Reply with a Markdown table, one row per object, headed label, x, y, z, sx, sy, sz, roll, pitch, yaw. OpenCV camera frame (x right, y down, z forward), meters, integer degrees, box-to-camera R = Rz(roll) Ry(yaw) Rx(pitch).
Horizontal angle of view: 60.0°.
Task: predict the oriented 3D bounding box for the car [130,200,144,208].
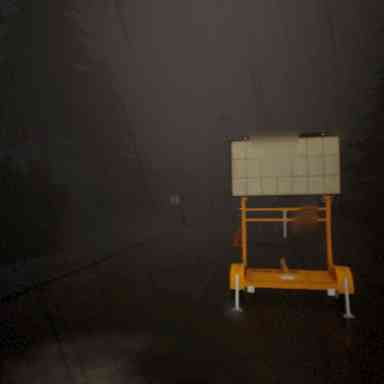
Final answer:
| label | x | y | z | sx | sy | sz | roll | pitch | yaw |
| --- | --- | --- | --- | --- | --- | --- | --- | --- | --- |
| car | -10.436 | 2.259 | 62.667 | 1.845 | 1.501 | 3.633 | -1 | -1 | 12 |

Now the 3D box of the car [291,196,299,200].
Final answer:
| label | x | y | z | sx | sy | sz | roll | pitch | yaw |
| --- | --- | --- | --- | --- | --- | --- | --- | --- | --- |
| car | 28.045 | 1.771 | 88.065 | 3.633 | 1.501 | 1.845 | -1 | -1 | 23 |

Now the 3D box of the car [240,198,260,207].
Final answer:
| label | x | y | z | sx | sy | sz | roll | pitch | yaw |
| --- | --- | --- | --- | --- | --- | --- | --- | --- | --- |
| car | 10.493 | 1.896 | 59.837 | 2.128 | 1.511 | 4.902 | -2 | -1 | 40 |

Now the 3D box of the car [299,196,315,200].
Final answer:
| label | x | y | z | sx | sy | sz | roll | pitch | yaw |
| --- | --- | --- | --- | --- | --- | --- | --- | --- | --- |
| car | 30.673 | 1.795 | 87.098 | 1.853 | 1.218 | 4.536 | -2 | -1 | 42 |

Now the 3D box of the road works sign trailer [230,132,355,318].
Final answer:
| label | x | y | z | sx | sy | sz | roll | pitch | yaw |
| --- | --- | --- | --- | --- | --- | --- | --- | --- | --- |
| road works sign trailer | 2.108 | 0.501 | 7.588 | 2.380 | 3.560 | 2.880 | -1 | -1 | 12 |
